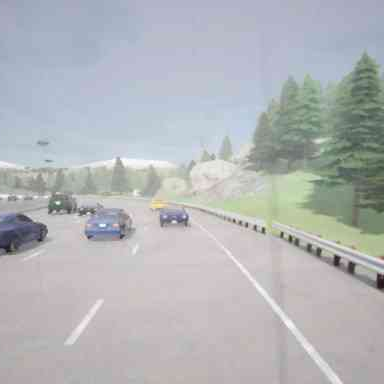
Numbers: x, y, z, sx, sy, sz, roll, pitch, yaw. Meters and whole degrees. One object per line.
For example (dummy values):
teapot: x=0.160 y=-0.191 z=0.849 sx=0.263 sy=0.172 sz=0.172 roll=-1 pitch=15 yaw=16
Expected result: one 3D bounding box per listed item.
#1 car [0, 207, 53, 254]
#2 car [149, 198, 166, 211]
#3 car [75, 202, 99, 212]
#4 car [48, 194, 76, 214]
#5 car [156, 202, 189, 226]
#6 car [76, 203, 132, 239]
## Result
car: x=-7.488 y=1.541 z=13.435 sx=1.812 sy=1.442 sz=4.674 roll=0 pitch=0 yaw=-4
car: x=-4.177 y=1.487 z=41.077 sx=1.882 sy=1.535 sz=5.008 roll=0 pitch=0 yaw=-11
car: x=-9.652 y=1.621 z=32.158 sx=1.895 sy=1.301 sz=4.718 roll=0 pitch=0 yaw=-9
car: x=-13.822 y=1.249 z=35.755 sx=2.150 sy=2.045 sz=5.566 roll=0 pitch=0 yaw=-10
car: x=-1.362 y=1.604 z=23.285 sx=1.895 sy=1.301 sz=4.718 roll=0 pitch=0 yaw=-6
car: x=-4.274 y=1.556 z=17.532 sx=2.033 sy=1.411 sz=5.357 roll=0 pitch=0 yaw=-5
